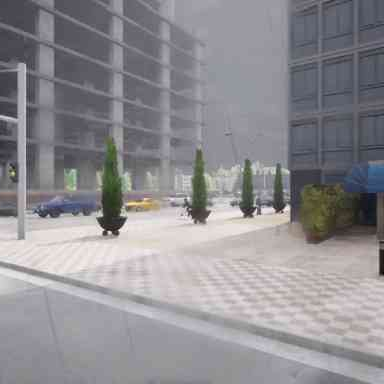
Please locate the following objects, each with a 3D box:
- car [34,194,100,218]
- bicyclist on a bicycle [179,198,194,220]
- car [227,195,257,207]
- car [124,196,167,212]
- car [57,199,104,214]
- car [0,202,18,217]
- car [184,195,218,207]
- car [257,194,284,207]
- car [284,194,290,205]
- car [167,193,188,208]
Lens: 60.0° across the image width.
[{"bbox_3d":[-11.455,1.221,30.432,2.150,2.045,5.566,0,0,36],"label":"car"},{"bbox_3d":[-0.367,1.301,25.316,1.656,1.620,0.582,0,0,36],"label":"bicyclist on a bicycle"},{"bbox_3d":[7.626,1.601,50.609,1.895,1.301,4.718,0,0,36],"label":"car"},{"bbox_3d":[-5.601,1.478,38.534,1.882,1.535,5.008,0,0,36],"label":"car"},{"bbox_3d":[-11.910,1.526,35.777,1.812,1.442,4.674,0,0,36],"label":"car"},{"bbox_3d":[-16.970,1.564,28.775,1.994,1.385,4.181,0,0,36],"label":"car"},{"bbox_3d":[1.333,1.526,48.095,1.812,1.442,4.674,0,0,36],"label":"car"},{"bbox_3d":[11.612,1.491,50.074,2.128,1.511,4.902,0,0,36],"label":"car"},{"bbox_3d":[17.127,1.491,57.722,2.128,1.511,4.902,0,0,36],"label":"car"},{"bbox_3d":[-2.510,1.221,48.774,2.150,2.045,5.566,0,0,36],"label":"car"}]
